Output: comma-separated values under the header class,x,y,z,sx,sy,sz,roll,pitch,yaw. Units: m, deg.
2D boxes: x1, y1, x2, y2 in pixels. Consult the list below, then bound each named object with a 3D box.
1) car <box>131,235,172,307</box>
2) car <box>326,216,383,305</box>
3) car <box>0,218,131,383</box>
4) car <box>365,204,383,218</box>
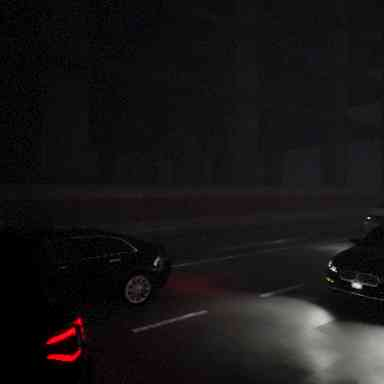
class,x,y,z,sx,sy,sz,roll,pitch,yaw
car,-2.700,1.503,6.367,4.892,1.490,1.837,0,0,-36
car,5.046,1.460,7.612,4.892,1.490,1.837,-1,1,-36
car,-3.337,1.236,1.604,5.566,2.045,2.150,0,0,-36
car,10.401,1.127,15.752,5.566,2.045,2.150,-1,1,-35
